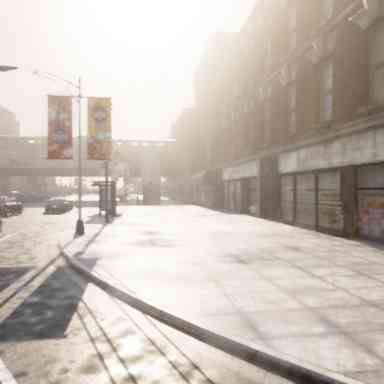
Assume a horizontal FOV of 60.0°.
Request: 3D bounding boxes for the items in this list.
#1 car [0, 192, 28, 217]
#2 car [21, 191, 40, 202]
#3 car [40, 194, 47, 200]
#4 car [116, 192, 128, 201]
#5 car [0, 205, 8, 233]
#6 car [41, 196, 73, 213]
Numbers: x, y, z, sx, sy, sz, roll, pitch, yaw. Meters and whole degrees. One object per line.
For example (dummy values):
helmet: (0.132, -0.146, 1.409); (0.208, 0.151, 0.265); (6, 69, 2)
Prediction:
car: (-16.069, 1.159, 28.399); (2.097, 1.767, 4.553); (0, 0, -9)
car: (-31.665, 0.803, 63.390); (2.435, 2.045, 5.566); (0, 0, -9)
car: (-32.812, 1.122, 70.699); (1.895, 1.301, 4.718); (0, 0, -9)
car: (-17.942, 0.937, 84.295); (2.231, 1.521, 4.892); (0, 0, 1)
car: (-10.257, 1.494, 15.383); (1.895, 1.301, 4.718); (0, 0, -17)
car: (-13.329, 1.341, 33.533); (1.994, 1.385, 4.181); (0, 0, -9)
